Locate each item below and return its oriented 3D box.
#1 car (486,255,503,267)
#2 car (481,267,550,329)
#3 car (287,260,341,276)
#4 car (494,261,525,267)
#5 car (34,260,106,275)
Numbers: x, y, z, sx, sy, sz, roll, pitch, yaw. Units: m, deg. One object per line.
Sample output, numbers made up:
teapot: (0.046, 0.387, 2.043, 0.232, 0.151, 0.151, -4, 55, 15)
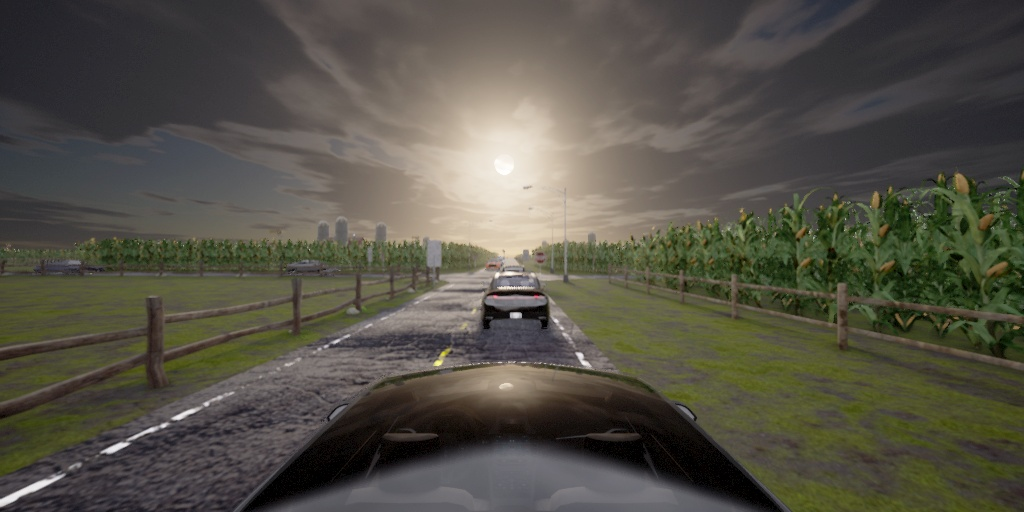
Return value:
car: (-2.871, 1.165, 55.281, 2.097, 1.767, 4.553, 0, 0, 0)
car: (0.093, 1.259, 11.299, 2.128, 1.511, 4.902, 0, 0, 0)
car: (-19.263, 1.170, 34.976, 4.902, 1.511, 2.128, 0, -1, 1)
car: (0.127, 1.286, 21.987, 1.837, 1.490, 4.892, 0, 0, 1)
car: (-43.377, 1.105, 35.228, 5.357, 1.411, 2.033, 0, -1, 1)
